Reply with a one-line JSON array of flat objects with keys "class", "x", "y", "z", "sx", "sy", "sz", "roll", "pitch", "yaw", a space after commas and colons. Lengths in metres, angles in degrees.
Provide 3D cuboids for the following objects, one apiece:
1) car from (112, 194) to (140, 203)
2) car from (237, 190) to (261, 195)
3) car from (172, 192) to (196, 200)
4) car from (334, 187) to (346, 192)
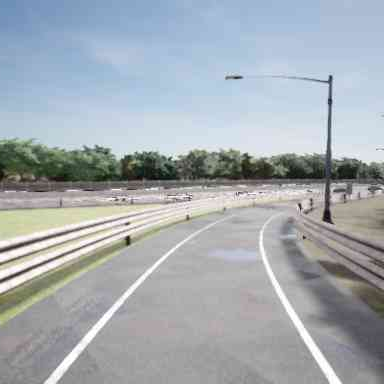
[{"class": "car", "x": -11.022, "y": 1.047, "z": 55.471, "sx": 4.674, "sy": 1.442, "sz": 1.812, "roll": -2, "pitch": 3, "yaw": -32}, {"class": "car", "x": 12.057, "y": 0.264, "z": 69.937, "sx": 5.357, "sy": 1.411, "sz": 2.033, "roll": -2, "pitch": 3, "yaw": -32}, {"class": "car", "x": -1.519, "y": 0.743, "z": 61.429, "sx": 4.674, "sy": 1.442, "sz": 1.812, "roll": -2, "pitch": 3, "yaw": -32}, {"class": "car", "x": 38.954, "y": -0.619, "z": 86.799, "sx": 4.181, "sy": 1.385, "sz": 1.994, "roll": -2, "pitch": 3, "yaw": -32}]
